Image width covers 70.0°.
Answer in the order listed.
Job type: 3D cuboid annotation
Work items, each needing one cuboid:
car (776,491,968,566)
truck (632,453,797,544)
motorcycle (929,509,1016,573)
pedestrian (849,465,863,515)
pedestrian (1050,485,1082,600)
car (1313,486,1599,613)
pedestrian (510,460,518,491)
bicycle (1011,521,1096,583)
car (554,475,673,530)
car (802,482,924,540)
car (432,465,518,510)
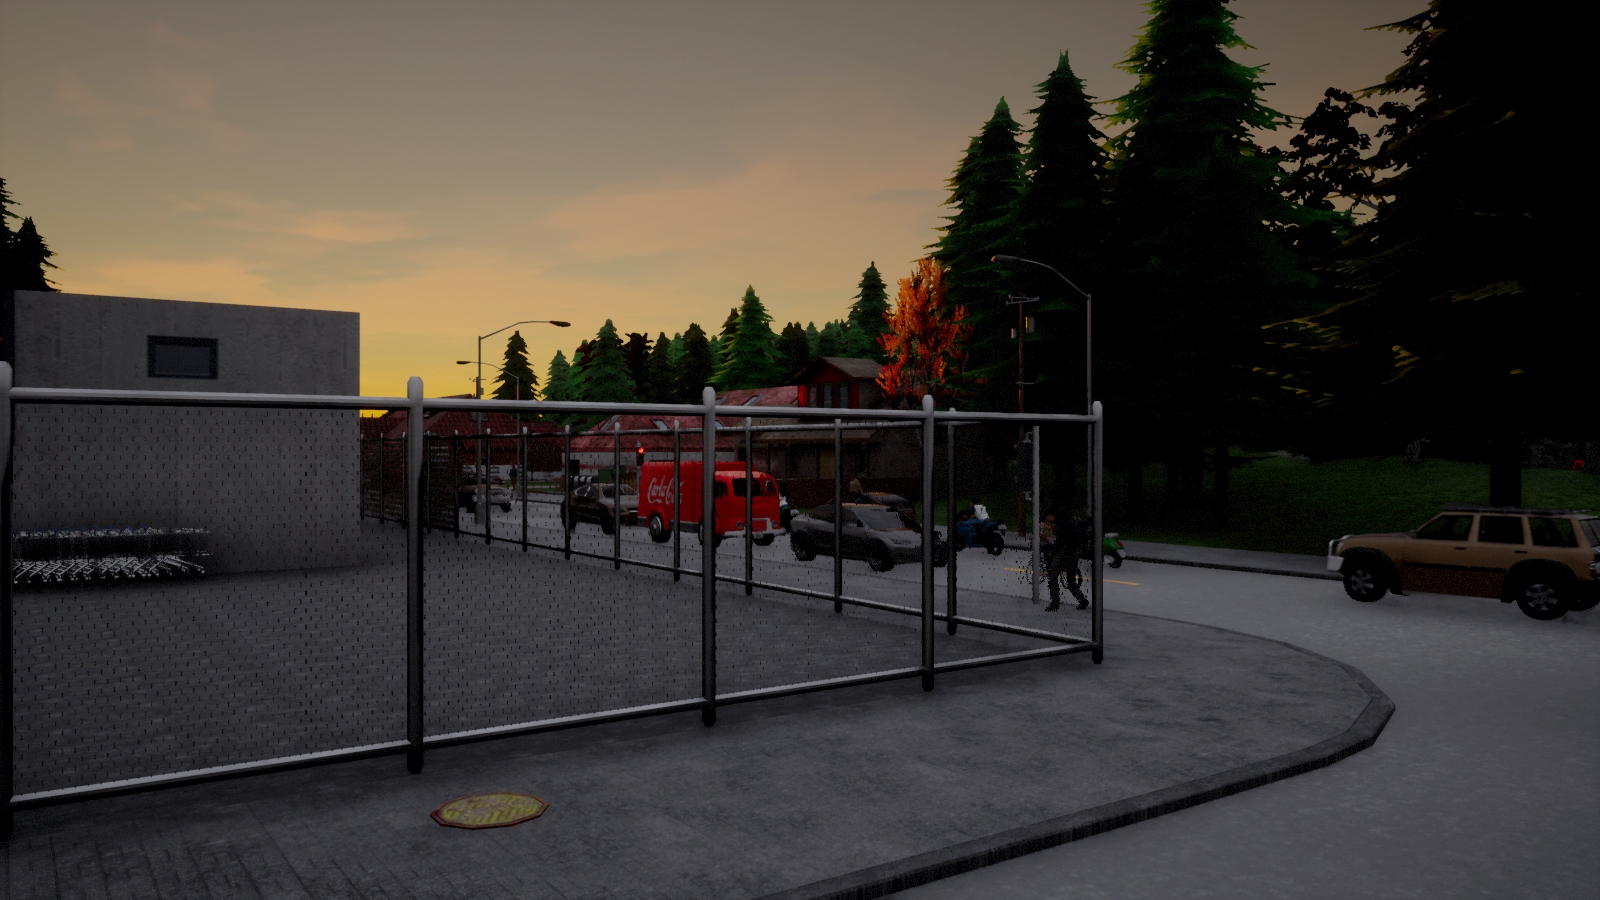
[{"bbox_3d":[1.650,1.840,27.991,2.163,1.488,4.792,0,0,-35],"label":"car"},{"bbox_3d":[-2.652,1.345,34.157,2.627,2.467,5.204,0,0,-35],"label":"truck"},{"bbox_3d":[3.755,1.959,24.990,0.856,1.236,1.805,0,0,-35],"label":"motorcycle"},{"bbox_3d":[2.127,1.521,43.615,0.375,1.860,0.375,0,0,-34],"label":"pedestrian"},{"bbox_3d":[4.397,1.515,18.895,0.375,1.860,0.375,0,0,-22],"label":"pedestrian"},{"bbox_3d":[11.850,1.640,20.291,1.932,1.855,4.605,0,0,-40],"label":"car"},{"bbox_3d":[-17.340,1.519,69.246,0.375,1.860,0.375,0,0,4],"label":"pedestrian"},{"bbox_3d":[5.097,2.033,23.046,0.859,1.080,1.487,0,0,-35],"label":"bicycle"},{"bbox_3d":[-6.576,1.769,39.829,2.152,1.651,5.027,0,0,-35],"label":"car"},{"bbox_3d":[1.867,1.802,34.631,1.789,1.549,3.705,0,0,-35],"label":"car"},{"bbox_3d":[-14.661,1.641,51.407,1.932,1.855,4.605,0,0,-41],"label":"car"}]
